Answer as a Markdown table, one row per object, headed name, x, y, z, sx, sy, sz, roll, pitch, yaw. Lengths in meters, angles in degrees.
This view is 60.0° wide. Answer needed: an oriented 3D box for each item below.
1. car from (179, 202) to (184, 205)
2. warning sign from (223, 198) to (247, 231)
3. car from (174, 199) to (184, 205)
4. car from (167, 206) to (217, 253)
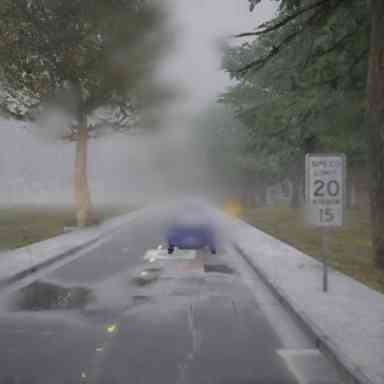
| name | x | y | z | sx | sy | sz | roll | pitch | yaw |
| --- | --- | --- | --- | --- | --- | --- | --- | --- | --- |
| car | -0.009 | 1.862 | 29.099 | 1.895 | 1.301 | 4.718 | 0 | 0 | 0 |
| warning sign | 2.511 | 1.296 | 19.665 | 1.300 | 1.860 | 1.060 | 0 | 0 | 0 |
| car | -2.778 | 2.148 | 70.999 | 1.994 | 1.385 | 4.181 | 0 | 0 | 0 |
| car | -0.001 | 1.612 | 14.467 | 1.882 | 1.535 | 5.008 | 0 | 0 | 0 |
